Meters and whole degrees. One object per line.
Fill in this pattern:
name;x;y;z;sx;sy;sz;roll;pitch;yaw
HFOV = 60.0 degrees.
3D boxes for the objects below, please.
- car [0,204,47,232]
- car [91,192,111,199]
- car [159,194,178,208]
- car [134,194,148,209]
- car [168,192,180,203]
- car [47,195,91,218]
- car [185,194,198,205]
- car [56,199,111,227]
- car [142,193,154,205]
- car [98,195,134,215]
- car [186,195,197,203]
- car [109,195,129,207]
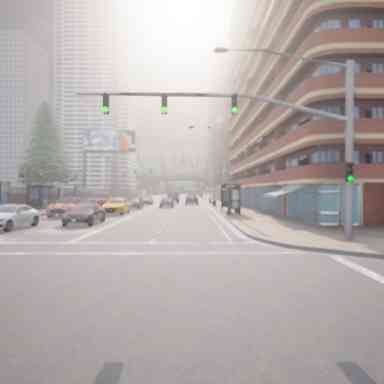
car;-10.609;1.423;19.441;1.812;1.442;4.674;0;0;2
car;-10.614;1.036;38.114;2.150;2.045;5.566;0;0;0
car;-3.425;1.353;45.503;2.033;1.411;5.357;0;0;-1
car;-7.108;1.304;41.092;2.128;1.511;4.902;0;0;0
car;-3.468;0.957;61.851;2.150;2.045;5.566;0;1;0
car;-10.614;1.210;28.387;2.097;1.767;4.553;0;0;0
car;-0.032;1.130;54.180;2.097;1.767;4.553;0;0;0
car;-7.097;1.423;22.274;1.812;1.442;4.674;0;0;0
car;-7.056;1.293;51.317;1.812;1.442;4.674;0;0;1
car;-7.115;1.333;31.614;1.882;1.535;5.008;0;0;0
car;-0.039;1.304;62.651;1.994;1.385;4.181;0;0;0
car;-10.573;1.273;48.533;1.837;1.490;4.892;0;0;0
